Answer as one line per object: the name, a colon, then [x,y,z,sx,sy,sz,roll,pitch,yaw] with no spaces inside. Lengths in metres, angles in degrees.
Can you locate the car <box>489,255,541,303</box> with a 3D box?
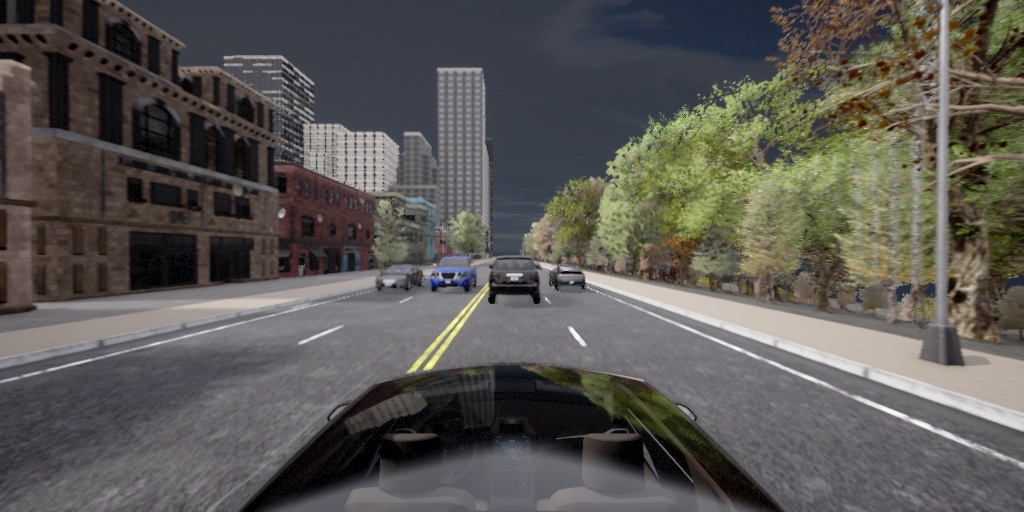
car: [0.099,0.995,16.960,2.150,2.045,5.566,0,0,0]

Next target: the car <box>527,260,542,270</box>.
car: [3.344,1.386,54.807,1.994,1.385,4.181,0,0,0]

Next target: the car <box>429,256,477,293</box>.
car: [-3.348,1.002,21.508,2.150,2.045,5.566,0,0,0]

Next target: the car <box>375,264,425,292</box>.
car: [-6.597,1.272,21.614,2.128,1.511,4.902,0,0,0]

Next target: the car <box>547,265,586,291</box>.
car: [3.348,1.273,22.468,2.128,1.511,4.902,0,0,0]
